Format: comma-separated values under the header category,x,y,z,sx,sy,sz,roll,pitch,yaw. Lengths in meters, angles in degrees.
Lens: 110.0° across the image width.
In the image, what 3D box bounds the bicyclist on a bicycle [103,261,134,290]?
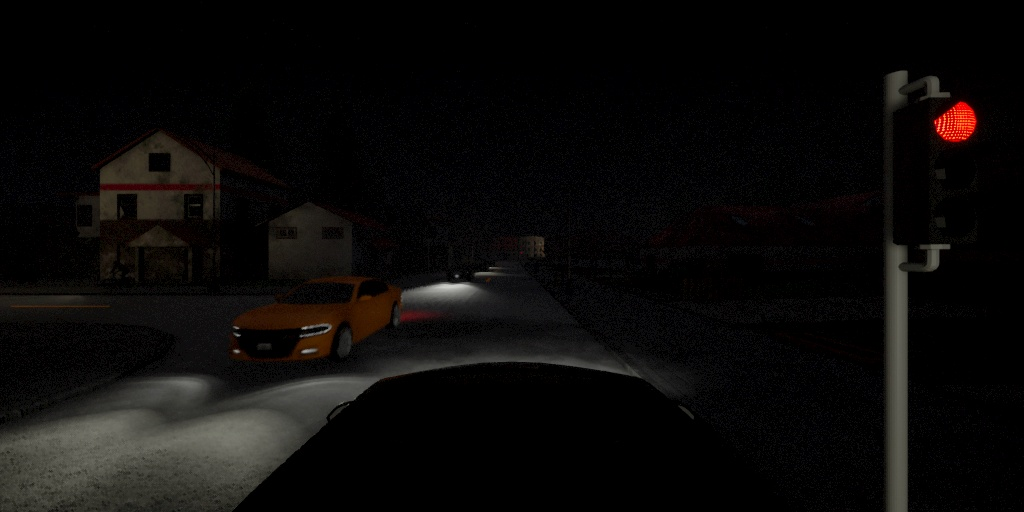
category,x,y,z,sx,sy,sz,roll,pitch,yaw
bicyclist on a bicycle,-22.538,1.099,20.572,0.582,1.620,1.656,0,0,0

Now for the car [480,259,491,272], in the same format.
category,x,y,z,sx,sy,sz,roll,pitch,yaw
car,-4.090,1.227,45.922,1.882,1.535,5.008,0,0,0

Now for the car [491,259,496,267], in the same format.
category,x,y,z,sx,sy,sz,roll,pitch,yaw
car,-3.995,1.228,64.958,1.882,1.535,5.008,0,0,0

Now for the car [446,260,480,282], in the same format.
category,x,y,z,sx,sy,sz,roll,pitch,yaw
car,-4.095,1.241,29.094,2.128,1.511,4.902,0,0,0

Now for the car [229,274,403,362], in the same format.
category,x,y,z,sx,sy,sz,roll,pitch,yaw
car,-4.100,1.227,8.432,1.882,1.535,5.008,0,0,0
